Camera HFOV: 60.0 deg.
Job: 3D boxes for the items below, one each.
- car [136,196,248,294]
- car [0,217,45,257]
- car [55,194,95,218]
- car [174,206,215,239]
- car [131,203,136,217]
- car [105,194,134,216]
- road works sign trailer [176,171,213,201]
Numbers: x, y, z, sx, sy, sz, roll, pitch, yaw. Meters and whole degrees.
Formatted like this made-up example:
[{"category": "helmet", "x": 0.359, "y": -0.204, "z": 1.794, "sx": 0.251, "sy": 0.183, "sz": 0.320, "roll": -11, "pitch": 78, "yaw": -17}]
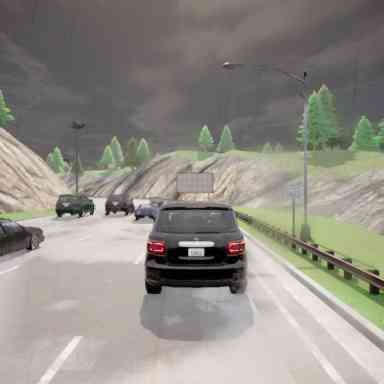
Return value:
[{"category": "car", "x": 0.088, "y": 1.221, "z": 8.909, "sx": 2.150, "sy": 2.045, "sz": 5.566, "roll": 0, "pitch": 0, "yaw": 0}, {"category": "car", "x": -6.911, "y": 1.547, "z": 11.080, "sx": 2.033, "sy": 1.411, "sz": 5.357, "roll": 0, "pitch": 0, "yaw": 0}, {"category": "car", "x": -10.526, "y": 1.221, "z": 30.323, "sx": 2.150, "sy": 2.045, "sz": 5.566, "roll": 0, "pitch": 0, "yaw": -1}, {"category": "car", "x": 0.109, "y": 1.557, "z": 18.125, "sx": 1.994, "sy": 1.385, "sz": 4.181, "roll": 0, "pitch": 0, "yaw": 0}, {"category": "car", "x": -3.465, "y": 1.601, "z": 27.353, "sx": 1.895, "sy": 1.301, "sz": 4.718, "roll": 0, "pitch": 0, "yaw": -1}, {"category": "car", "x": -7.162, "y": 1.225, "z": 33.224, "sx": 2.150, "sy": 2.045, "sz": 5.566, "roll": 0, "pitch": 0, "yaw": -3}, {"category": "road works sign trailer", "x": 0.190, "y": 0.464, "z": 21.622, "sx": 2.380, "sy": 3.560, "sz": 2.880, "roll": 0, "pitch": 0, "yaw": 0}]
